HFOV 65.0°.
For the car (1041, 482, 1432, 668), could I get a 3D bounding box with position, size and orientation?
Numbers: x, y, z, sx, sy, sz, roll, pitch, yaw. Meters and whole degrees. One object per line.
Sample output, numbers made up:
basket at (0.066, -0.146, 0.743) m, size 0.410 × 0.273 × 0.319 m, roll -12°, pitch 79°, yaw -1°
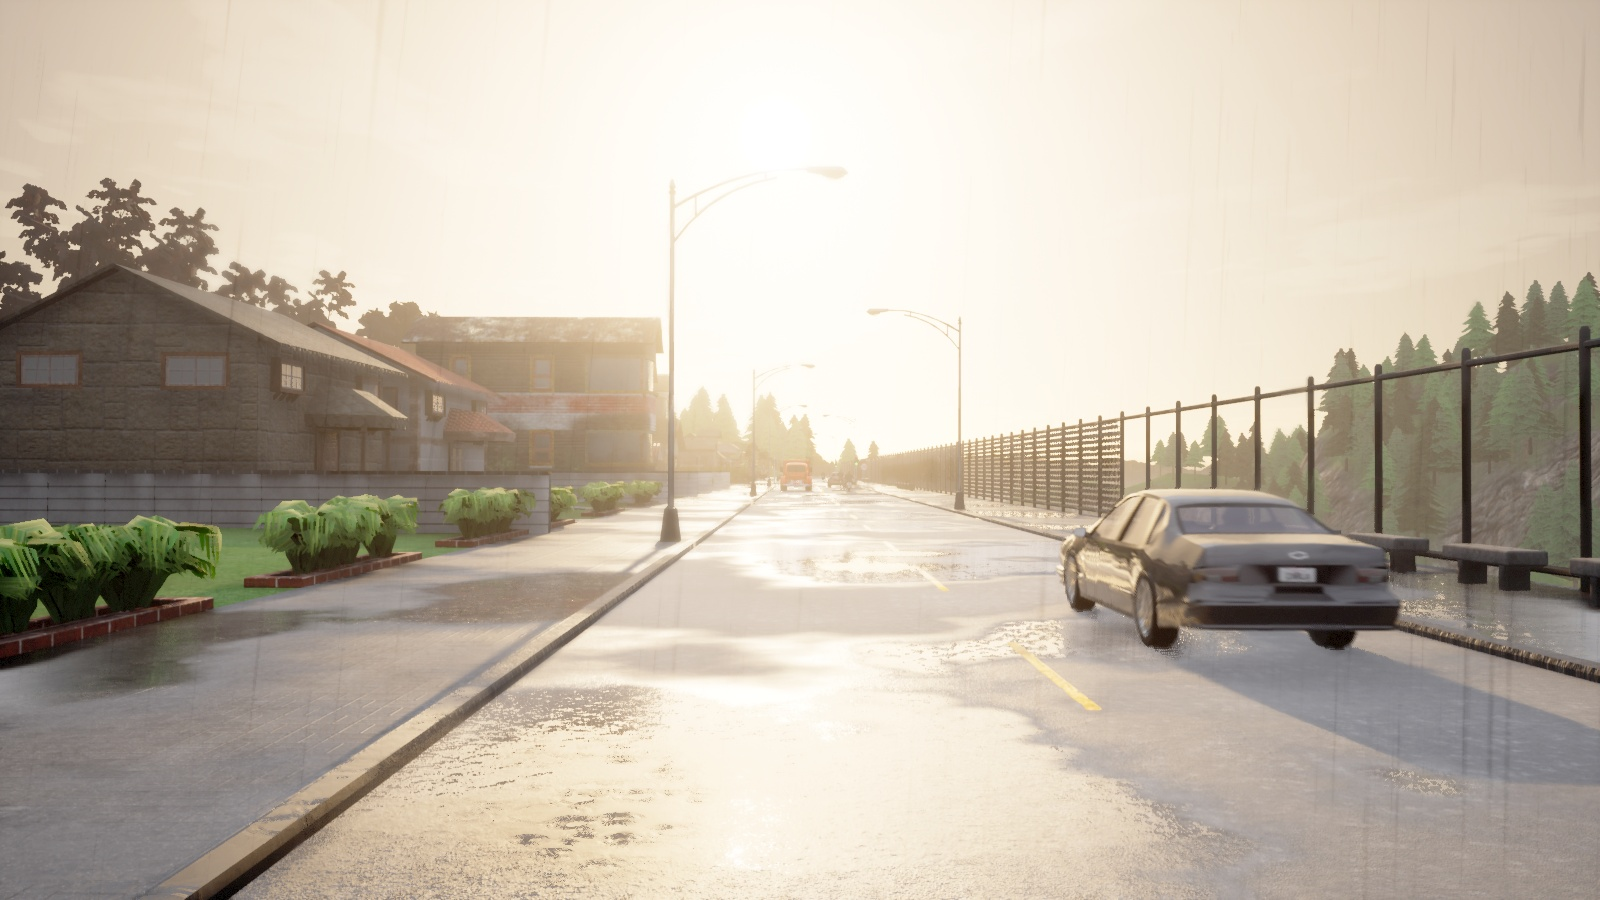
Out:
car at (3.968, 1.057, 12.612) m, size 2.033 × 1.411 × 5.357 m, roll 0°, pitch -1°, yaw 0°
